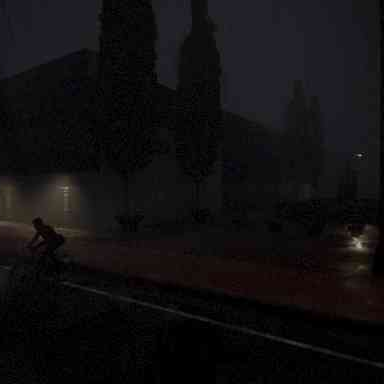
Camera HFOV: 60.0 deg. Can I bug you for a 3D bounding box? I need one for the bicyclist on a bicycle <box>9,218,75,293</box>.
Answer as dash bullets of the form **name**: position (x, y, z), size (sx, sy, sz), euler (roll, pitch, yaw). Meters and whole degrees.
- **bicyclist on a bicycle**: position (-3.451, 1.421, 7.782), size (0.582, 1.620, 1.656), euler (0, 0, 35)
